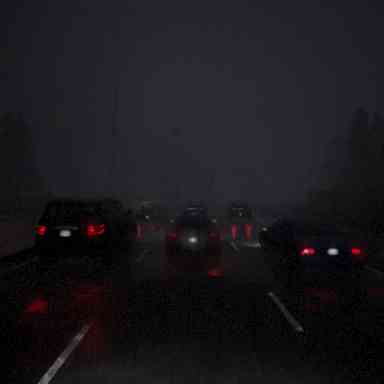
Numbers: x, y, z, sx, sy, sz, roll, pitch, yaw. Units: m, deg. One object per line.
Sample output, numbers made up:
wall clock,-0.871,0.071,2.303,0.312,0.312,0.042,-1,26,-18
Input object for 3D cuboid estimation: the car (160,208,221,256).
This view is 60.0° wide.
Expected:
car,0.048,1.562,13.044,1.994,1.385,4.181,0,0,0

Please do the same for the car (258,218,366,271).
car,3.529,1.545,10.829,2.033,1.411,5.357,0,0,0

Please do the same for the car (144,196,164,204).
car,-7.566,1.583,66.553,1.895,1.301,4.718,0,0,25

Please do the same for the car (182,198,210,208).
car,0.400,1.486,27.723,2.128,1.511,4.902,0,0,5

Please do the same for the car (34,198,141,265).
car,-3.464,1.221,11.838,2.150,2.045,5.566,0,0,0

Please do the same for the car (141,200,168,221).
car,-3.163,1.595,27.212,1.895,1.301,4.718,0,0,5

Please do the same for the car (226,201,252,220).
car,3.902,1.486,27.643,2.128,1.511,4.902,0,0,5
